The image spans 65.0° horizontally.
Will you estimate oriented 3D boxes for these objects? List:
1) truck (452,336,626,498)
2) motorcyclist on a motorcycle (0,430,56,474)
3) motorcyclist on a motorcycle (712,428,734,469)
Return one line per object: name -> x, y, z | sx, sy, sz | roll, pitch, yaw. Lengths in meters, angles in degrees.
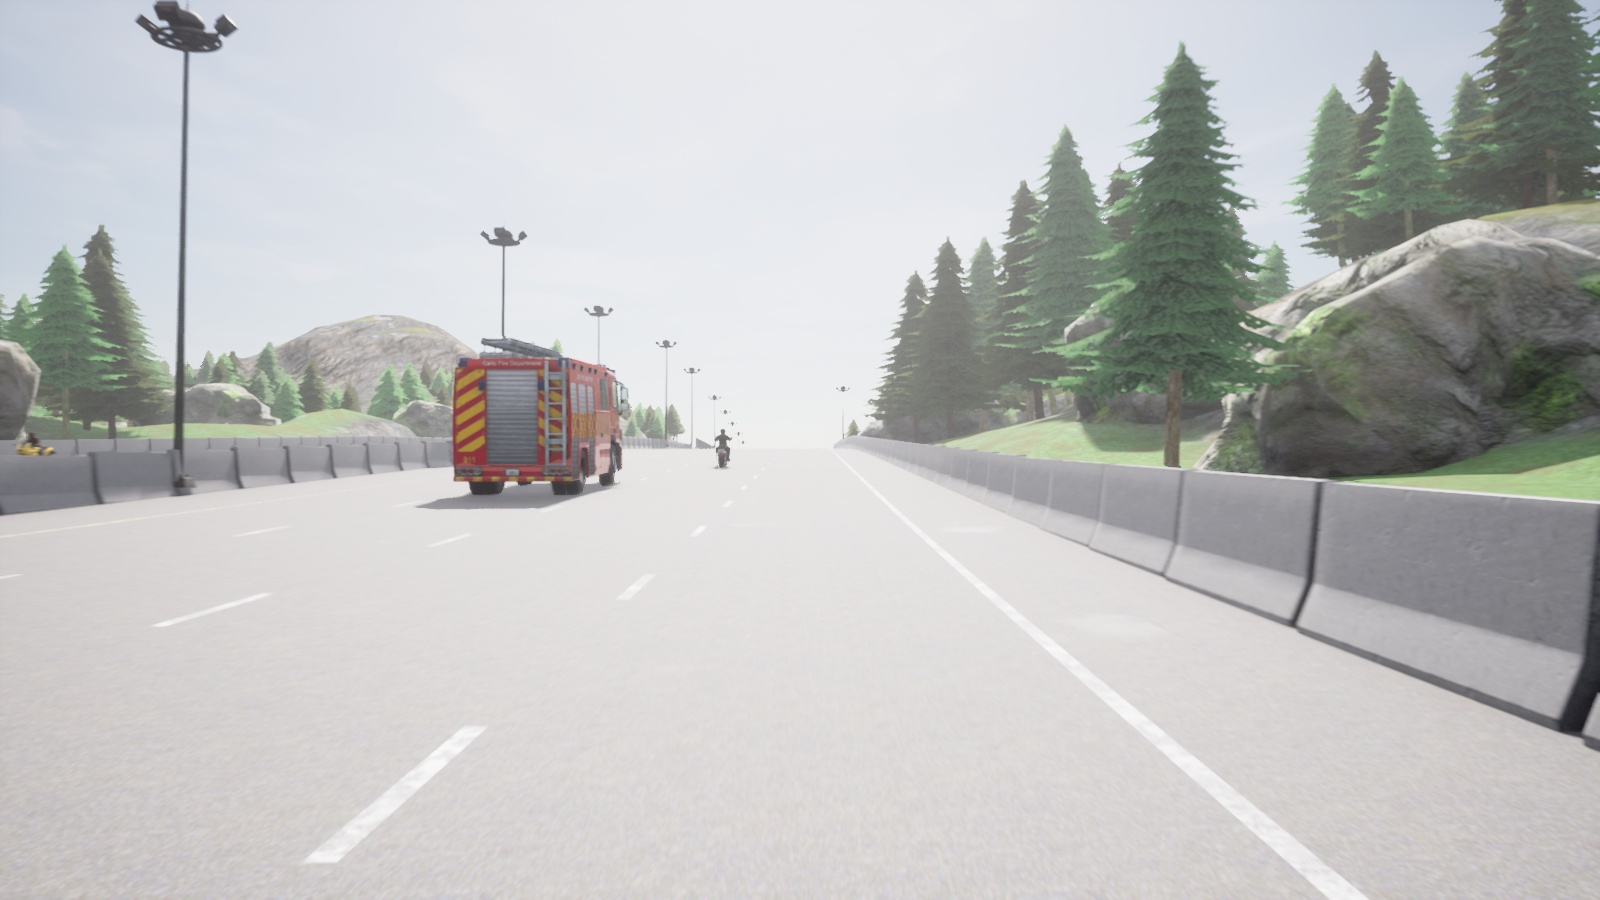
truck -> -6.790, -0.864, 34.057 | 2.891, 3.827, 8.468 | 0, 1, 0
motorcyclist on a motorcycle -> -27.728, 0.057, 45.084 | 0.797, 1.523, 2.044 | 0, 1, 0
motorcyclist on a motorcycle -> -3.187, -0.090, 52.143 | 0.766, 1.649, 2.350 | 0, 1, 0
